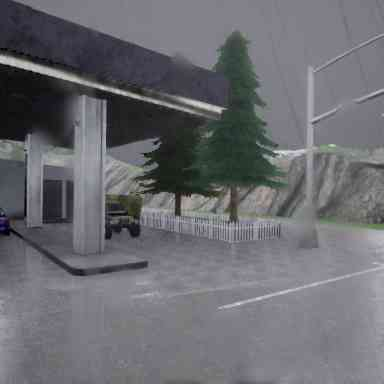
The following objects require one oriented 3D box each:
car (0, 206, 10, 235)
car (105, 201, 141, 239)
[{"bbox_3d":[-11.569,1.521,18.540,2.242,1.667,4.611,1,0,-36],"label":"car"},{"bbox_3d":[-4.438,1.445,18.337,1.905,1.878,3.866,1,0,-36],"label":"car"}]
